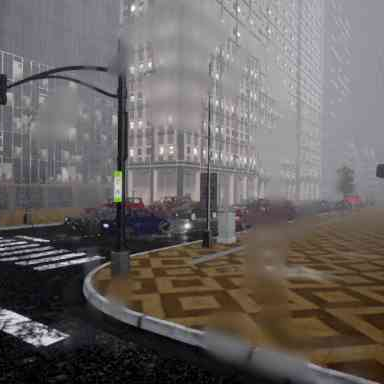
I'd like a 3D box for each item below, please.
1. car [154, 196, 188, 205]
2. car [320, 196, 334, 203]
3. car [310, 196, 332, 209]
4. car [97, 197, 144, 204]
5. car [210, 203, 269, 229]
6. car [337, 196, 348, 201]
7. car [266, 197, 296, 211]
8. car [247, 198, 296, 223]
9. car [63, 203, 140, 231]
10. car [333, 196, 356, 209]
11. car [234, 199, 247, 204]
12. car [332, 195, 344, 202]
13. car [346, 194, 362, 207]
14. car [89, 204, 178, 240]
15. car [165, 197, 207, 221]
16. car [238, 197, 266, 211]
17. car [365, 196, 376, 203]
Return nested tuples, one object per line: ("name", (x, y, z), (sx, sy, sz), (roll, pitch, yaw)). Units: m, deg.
("car", (-1.810, 1.283, 28.941), (2.192, 1.841, 5.009), (1, 0, 35))
("car", (29.866, 1.617, 73.525), (1.802, 1.307, 4.206), (1, 1, 35))
("car", (18.598, 1.650, 48.194), (1.994, 1.385, 4.181), (1, 1, 35))
("car", (-5.465, 1.275, 23.771), (2.192, 1.841, 5.009), (1, 0, 35))
("car", (3.255, 1.668, 22.015), (1.802, 1.307, 4.206), (1, 0, 35))
("car", (39.459, 1.624, 87.092), (1.947, 1.339, 4.313), (1, 1, 35))
("car", (11.718, 1.525, 43.502), (2.128, 1.511, 4.902), (1, 1, 36))
("car", (6.745, 1.409, 26.944), (2.192, 1.841, 5.009), (1, 0, 35))
("car", (-5.132, 1.595, 19.724), (1.895, 1.301, 4.718), (1, 1, 35))
("car", (21.394, 1.656, 47.096), (1.812, 1.442, 4.674), (1, 1, 35))
("car", (5.770, 1.511, 35.163), (2.128, 1.511, 4.902), (1, 1, 35))
("car", (36.174, 1.571, 82.444), (1.752, 1.417, 4.829), (1, 1, 35))
("car", (25.421, 1.366, 52.858), (2.150, 2.045, 5.566), (1, 1, 35))
("car", (-2.987, 1.601, 17.681), (1.994, 1.385, 4.181), (1, 1, 35))
("car", (0.309, 1.485, 27.447), (1.882, 1.535, 5.008), (1, 1, 35))
("car", (7.691, 1.431, 42.270), (1.967, 1.590, 4.097), (1, 0, 35))
("car", (39.504, 1.599, 73.504), (1.967, 1.590, 4.097), (1, 1, 35))
